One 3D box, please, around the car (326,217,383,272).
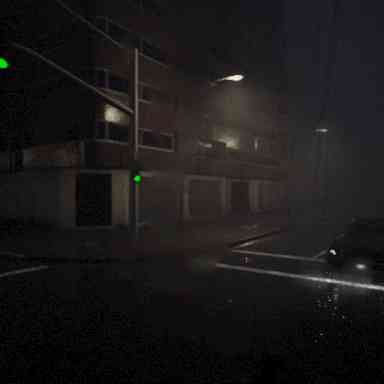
[{"bbox_3d":[5.895,1.551,10.828,2.033,1.411,5.357,0,0,35],"label":"car"}]
